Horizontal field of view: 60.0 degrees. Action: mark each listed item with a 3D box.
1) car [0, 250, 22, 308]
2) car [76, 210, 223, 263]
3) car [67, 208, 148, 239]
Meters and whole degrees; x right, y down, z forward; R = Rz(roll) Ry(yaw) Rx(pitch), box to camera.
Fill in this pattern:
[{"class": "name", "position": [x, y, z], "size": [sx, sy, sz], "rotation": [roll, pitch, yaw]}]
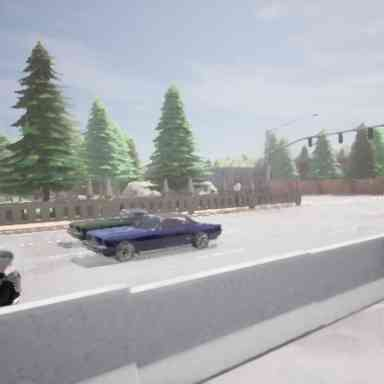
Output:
[{"class": "car", "position": [-5.120, 1.513, 4.636], "size": [4.902, 1.511, 2.128], "rotation": [-1, 0, -35]}, {"class": "car", "position": [-1.281, 1.449, 11.667], "size": [4.718, 1.301, 1.895], "rotation": [-2, 1, -35]}, {"class": "car", "position": [-2.971, 1.434, 14.760], "size": [4.718, 1.301, 1.895], "rotation": [-2, 1, -35]}]
